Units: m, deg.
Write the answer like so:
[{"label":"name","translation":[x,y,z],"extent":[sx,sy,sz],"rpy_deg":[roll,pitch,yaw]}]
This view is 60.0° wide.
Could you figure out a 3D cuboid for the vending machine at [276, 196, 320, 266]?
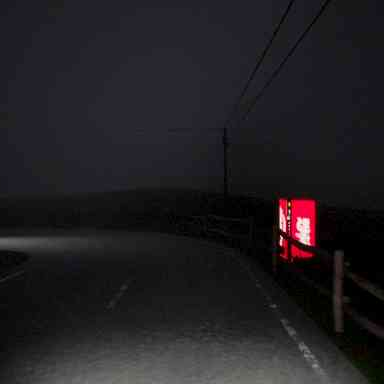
[{"label":"vending machine","translation":[3.347,1.195,10.583],"extent":[1.100,2.100,0.880],"rpy_deg":[0,0,-1]}]

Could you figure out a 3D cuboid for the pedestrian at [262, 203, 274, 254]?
[{"label":"pedestrian","translation":[2.705,1.294,11.984],"extent":[0.375,1.860,0.375],"rpy_deg":[0,0,-10]}]
